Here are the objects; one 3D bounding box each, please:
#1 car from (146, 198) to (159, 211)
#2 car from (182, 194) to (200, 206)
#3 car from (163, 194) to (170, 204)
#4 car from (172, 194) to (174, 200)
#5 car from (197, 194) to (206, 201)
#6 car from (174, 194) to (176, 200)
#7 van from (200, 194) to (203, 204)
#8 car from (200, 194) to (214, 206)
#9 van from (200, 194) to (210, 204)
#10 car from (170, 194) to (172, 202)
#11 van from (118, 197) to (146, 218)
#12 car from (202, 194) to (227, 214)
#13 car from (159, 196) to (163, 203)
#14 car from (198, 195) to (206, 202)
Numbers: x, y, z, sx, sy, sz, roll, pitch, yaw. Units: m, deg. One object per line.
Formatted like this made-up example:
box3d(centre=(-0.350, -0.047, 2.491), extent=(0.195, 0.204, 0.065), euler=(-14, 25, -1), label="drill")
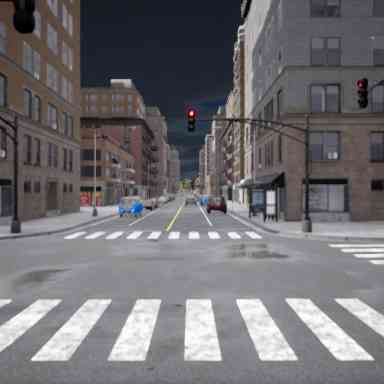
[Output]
box3d(centre=(-5.551, 1.557, 40.886), extent=(1.947, 1.339, 4.313), euler=(0, 0, 0), label="car")
box3d(centre=(-0.147, 1.478, 55.211), extent=(2.128, 1.511, 4.902), euler=(0, 0, 1), label="car")
box3d(centre=(-5.624, 1.510, 62.341), extent=(1.752, 1.417, 4.829), euler=(0, 0, 0), label="car")
box3d(centre=(-5.662, 1.547, 73.323), extent=(1.947, 1.339, 4.313), euler=(0, 0, 0), label="car")
box3d(centre=(2.355, 1.418, 84.166), extent=(1.967, 1.590, 4.097), euler=(0, 0, 0), label="car")
box3d(centre=(-5.680, 1.294, 78.729), extent=(2.192, 1.841, 5.009), euler=(0, 0, 0), label="car")
box3d(centre=(2.504, 1.329, 51.729), extent=(1.690, 1.788, 3.998), euler=(0, 0, 0), label="van")
box3d(centre=(2.479, 1.301, 57.136), extent=(2.192, 1.841, 5.009), euler=(0, 0, 0), label="car")
box3d(centre=(2.454, 1.326, 62.542), extent=(1.690, 1.788, 3.998), euler=(0, 0, 0), label="van")
box3d(centre=(-5.643, 1.533, 67.917), extent=(2.008, 1.369, 4.403), euler=(0, 0, 0), label="car")
box3d(centre=(-5.514, 1.335, 30.073), extent=(1.690, 1.788, 3.998), euler=(0, 0, 0), label="van")
box3d(centre=(2.578, 1.307, 35.510), extent=(2.192, 1.841, 5.009), euler=(0, 0, 0), label="car")
box3d(centre=(-5.569, 1.534, 46.292), extent=(1.887, 1.381, 4.507), euler=(0, 0, 0), label="car")
box3d(centre=(2.379, 1.505, 78.930), extent=(1.752, 1.417, 4.829), euler=(0, 0, 0), label="car")
